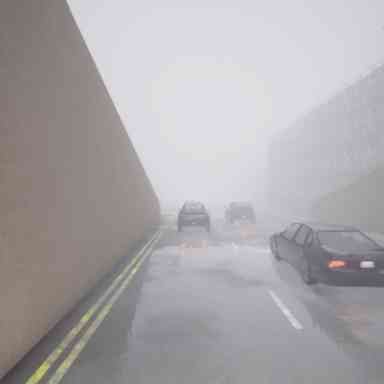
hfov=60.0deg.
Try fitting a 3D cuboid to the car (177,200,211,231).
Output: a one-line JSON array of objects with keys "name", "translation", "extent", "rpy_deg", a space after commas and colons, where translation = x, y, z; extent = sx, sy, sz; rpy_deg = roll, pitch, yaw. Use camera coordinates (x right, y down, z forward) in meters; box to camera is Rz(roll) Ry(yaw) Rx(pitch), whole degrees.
[{"name": "car", "translation": [0.109, 1.459, 20.304], "extent": [2.128, 1.511, 4.902], "rpy_deg": [0, 0, 0]}]

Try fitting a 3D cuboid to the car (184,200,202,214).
[{"name": "car", "translation": [0.101, 1.543, 35.954], "extent": [1.895, 1.301, 4.718], "rpy_deg": [0, 0, 0]}]

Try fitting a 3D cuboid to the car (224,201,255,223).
[{"name": "car", "translation": [3.612, 1.462, 25.454], "extent": [1.837, 1.490, 4.892], "rpy_deg": [0, 0, 0]}]

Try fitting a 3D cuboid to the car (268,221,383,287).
[{"name": "car", "translation": [3.606, 1.532, 9.357], "extent": [2.033, 1.411, 5.357], "rpy_deg": [0, 0, 0]}]
